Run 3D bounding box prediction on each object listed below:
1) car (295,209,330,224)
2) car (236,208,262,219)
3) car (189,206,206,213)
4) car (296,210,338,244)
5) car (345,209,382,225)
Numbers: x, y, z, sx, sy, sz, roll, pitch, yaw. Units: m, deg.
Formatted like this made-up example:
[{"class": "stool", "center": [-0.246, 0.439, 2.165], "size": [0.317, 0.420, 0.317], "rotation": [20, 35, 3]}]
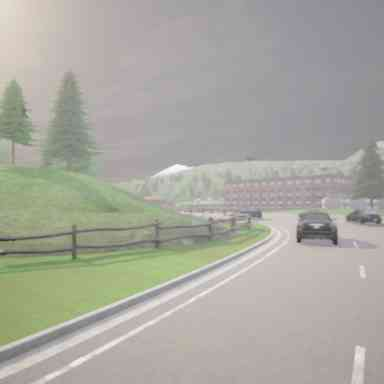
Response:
[{"class": "car", "center": [12.928, 2.607, 35.986], "size": [1.994, 1.385, 4.181], "rotation": [0, -2, -4]}, {"class": "car", "center": [7.608, 2.862, 44.980], "size": [1.882, 1.535, 5.008], "rotation": [1, -2, -18]}, {"class": "car", "center": [1.272, 4.002, 76.991], "size": [1.812, 1.442, 4.674], "rotation": [1, -3, -44]}, {"class": "car", "center": [7.278, 1.916, 19.407], "size": [2.097, 1.767, 4.553], "rotation": [-1, -2, 21]}, {"class": "car", "center": [16.582, 2.415, 32.330], "size": [1.812, 1.442, 4.674], "rotation": [0, -2, 1]}]
